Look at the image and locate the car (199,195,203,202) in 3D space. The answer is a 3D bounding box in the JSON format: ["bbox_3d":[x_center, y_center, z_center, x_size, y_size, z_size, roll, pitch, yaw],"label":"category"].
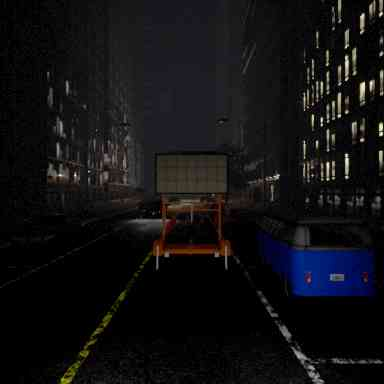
[{"bbox_3d":[2.660,1.538,53.543,2.008,1.369,4.403,0,0,0],"label":"car"}]

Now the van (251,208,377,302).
[{"bbox_3d":[2.686,1.341,8.004,1.690,1.788,3.998,0,0,0],"label":"van"}]

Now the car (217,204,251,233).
[{"bbox_3d":[2.679,1.581,19.388,1.802,1.307,4.206,0,0,0],"label":"car"}]

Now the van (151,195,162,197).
[{"bbox_3d":[-5.721,1.328,53.542,1.690,1.788,3.998,0,0,0],"label":"van"}]

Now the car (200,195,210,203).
[{"bbox_3d":[2.650,1.401,70.620,1.967,1.590,4.097,0,0,0],"label":"car"}]

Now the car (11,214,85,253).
[{"bbox_3d":[-5.699,1.581,13.693,1.802,1.307,4.206,0,0,0],"label":"car"}]

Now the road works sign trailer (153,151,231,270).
[{"bbox_3d":[-0.006,0.464,11.021,2.380,3.560,2.880,0,0,0],"label":"road works sign trailer"}]

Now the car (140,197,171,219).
[{"bbox_3d":[-3.117,1.504,29.357,1.837,1.490,4.892,0,0,0],"label":"car"}]

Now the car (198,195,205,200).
[{"bbox_3d":[2.638,1.462,93.390,1.887,1.381,4.507,0,0,0],"label":"car"}]

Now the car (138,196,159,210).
[{"bbox_3d":[-5.715,1.548,42.157,2.008,1.369,4.403,0,0,0],"label":"car"}]

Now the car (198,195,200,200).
[{"bbox_3d":[2.654,1.410,64.928,1.967,1.590,4.097,0,0,0],"label":"car"}]

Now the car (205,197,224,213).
[{"bbox_3d":[2.669,1.581,36.466,1.802,1.307,4.206,0,0,0],"label":"car"}]

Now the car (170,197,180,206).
[{"bbox_3d":[-3.032,1.511,54.614,1.812,1.442,4.674,0,0,0],"label":"car"}]

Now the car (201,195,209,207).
[{"bbox_3d":[2.663,1.544,47.850,2.008,1.369,4.403,0,0,0],"label":"car"}]
